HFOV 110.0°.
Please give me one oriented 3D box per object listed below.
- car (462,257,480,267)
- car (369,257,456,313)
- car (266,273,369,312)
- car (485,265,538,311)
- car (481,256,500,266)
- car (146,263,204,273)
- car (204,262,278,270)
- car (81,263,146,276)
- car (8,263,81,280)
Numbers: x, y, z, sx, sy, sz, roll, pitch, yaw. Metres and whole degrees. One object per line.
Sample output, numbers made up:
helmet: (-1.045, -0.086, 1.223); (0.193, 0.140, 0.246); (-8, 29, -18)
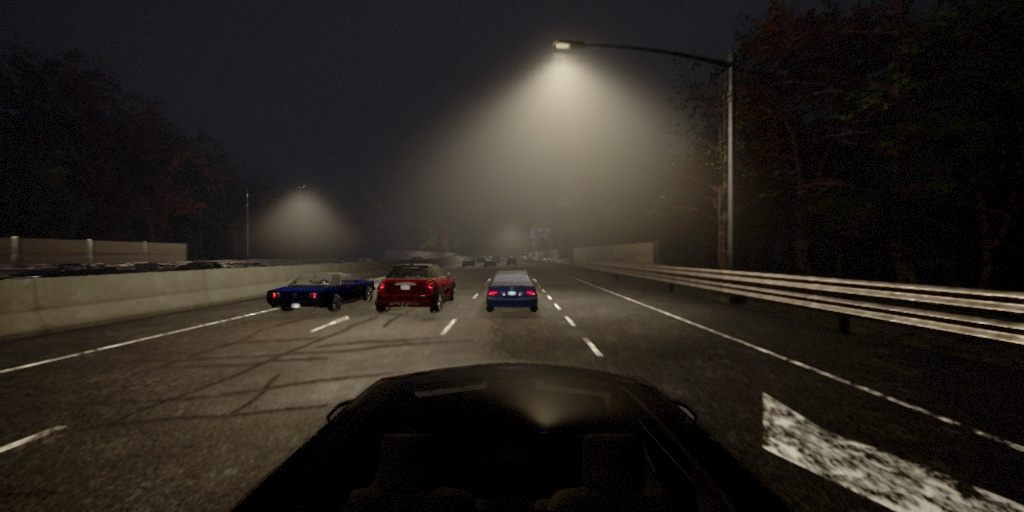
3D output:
car: (-7.010, 1.021, 59.054); (2.128, 1.511, 4.902); (0, 0, 0)
car: (-3.508, 1.056, 13.935); (2.097, 1.767, 4.553); (0, 0, 0)
car: (-7.004, 1.309, 13.846); (1.895, 1.301, 4.718); (0, 0, 0)
car: (-0.003, 1.248, 14.121); (2.033, 1.411, 5.357); (0, 0, 0)
car: (-3.510, 1.017, 59.144); (2.128, 1.511, 4.902); (0, 0, 0)
car: (-21.090, 1.187, 24.155); (1.837, 1.490, 4.892); (0, 0, 0)
car: (-17.592, 1.169, 24.327); (2.128, 1.511, 4.902); (0, 0, 0)
car: (-24.591, 1.233, 24.091); (2.033, 1.411, 5.357); (0, 0, 0)
car: (-28.089, 1.186, 22.694); (2.128, 1.511, 4.902); (0, 0, 0)
